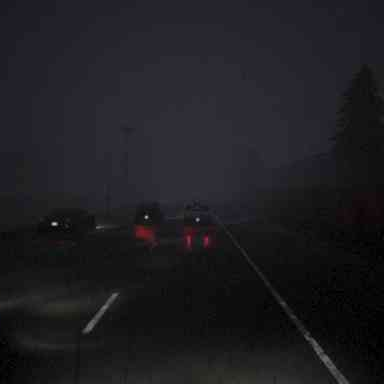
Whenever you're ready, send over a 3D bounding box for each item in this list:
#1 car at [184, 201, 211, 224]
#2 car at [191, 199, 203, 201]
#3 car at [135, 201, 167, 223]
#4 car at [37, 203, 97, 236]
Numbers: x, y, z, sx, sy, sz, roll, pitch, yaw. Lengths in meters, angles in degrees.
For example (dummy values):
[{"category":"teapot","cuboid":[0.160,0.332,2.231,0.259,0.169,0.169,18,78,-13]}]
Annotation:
[{"category":"car","cuboid":[0.411,1.560,24.539,1.895,1.301,4.718,0,0,1]},{"category":"car","cuboid":[0.651,1.531,42.559,1.895,1.301,4.718,0,0,1]},{"category":"car","cuboid":[-3.081,1.456,25.155,1.837,1.490,4.892,0,0,1]},{"category":"car","cuboid":[-6.669,1.518,18.202,1.994,1.385,4.181,0,0,1]}]
